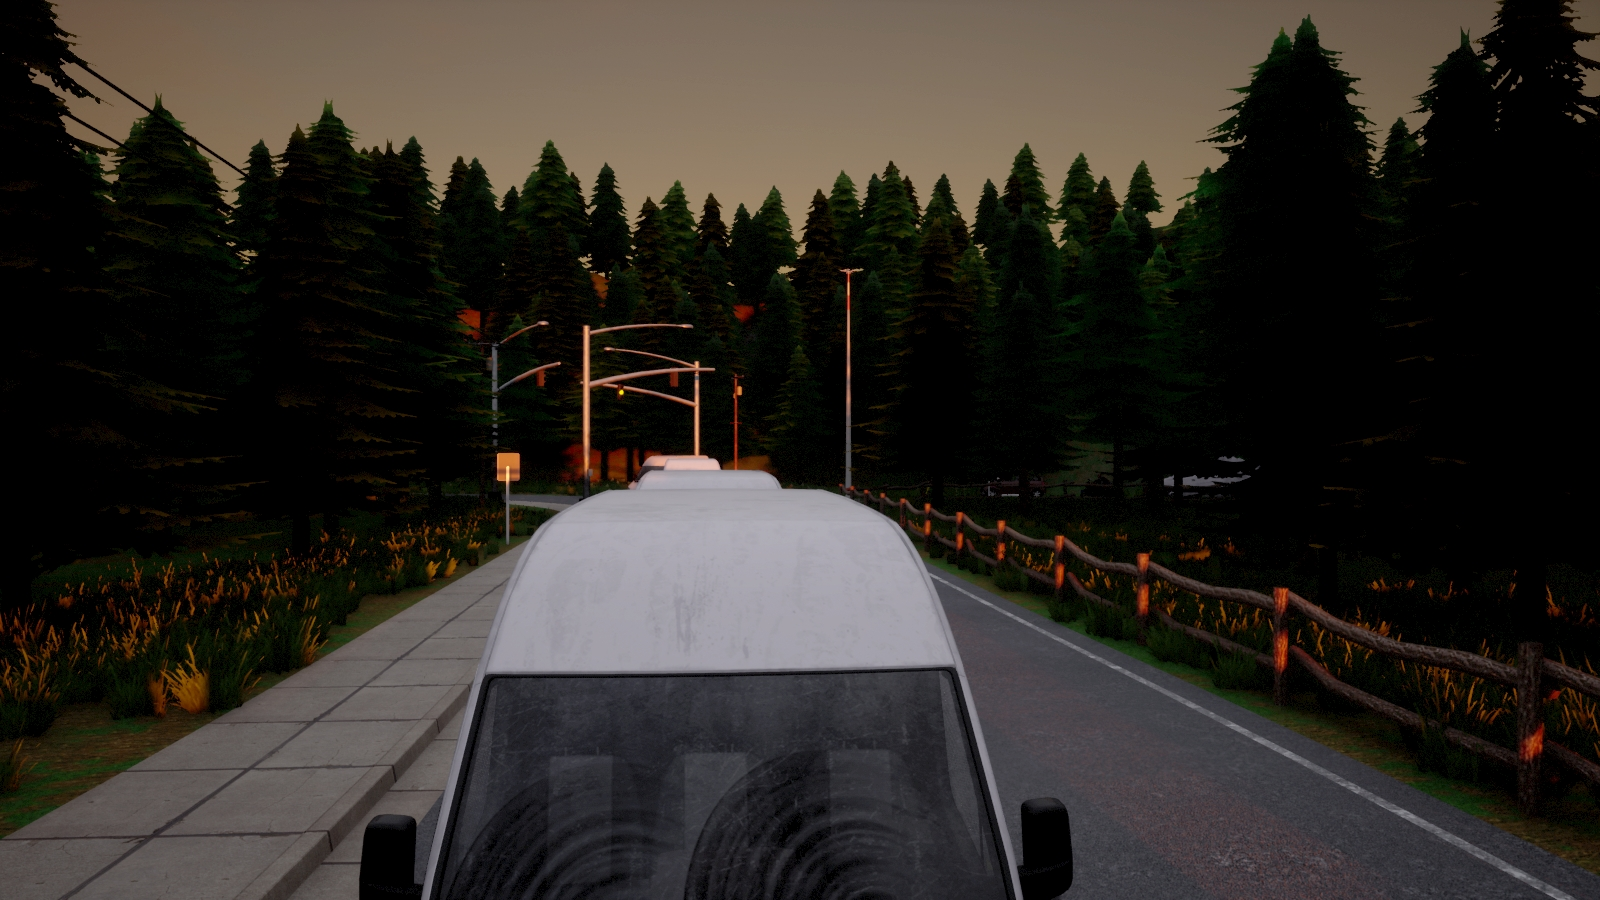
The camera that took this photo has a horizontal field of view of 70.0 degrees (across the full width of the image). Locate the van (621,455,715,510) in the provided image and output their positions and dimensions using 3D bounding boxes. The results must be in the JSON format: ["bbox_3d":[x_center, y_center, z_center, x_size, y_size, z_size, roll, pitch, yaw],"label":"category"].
[{"bbox_3d":[-6.375,1.515,56.025,1.988,2.561,5.915,0,0,22],"label":"van"}]

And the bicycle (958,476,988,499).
[{"bbox_3d":[9.876,2.158,65.277,1.487,1.276,0.859,0,0,-6],"label":"bicycle"}]

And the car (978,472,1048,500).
[{"bbox_3d":[12.149,2.026,65.282,3.705,1.549,1.789,0,0,3],"label":"car"}]

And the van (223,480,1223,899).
[{"bbox_3d":[-0.360,1.499,5.226,1.988,2.561,5.915,0,0,-5],"label":"van"}]
